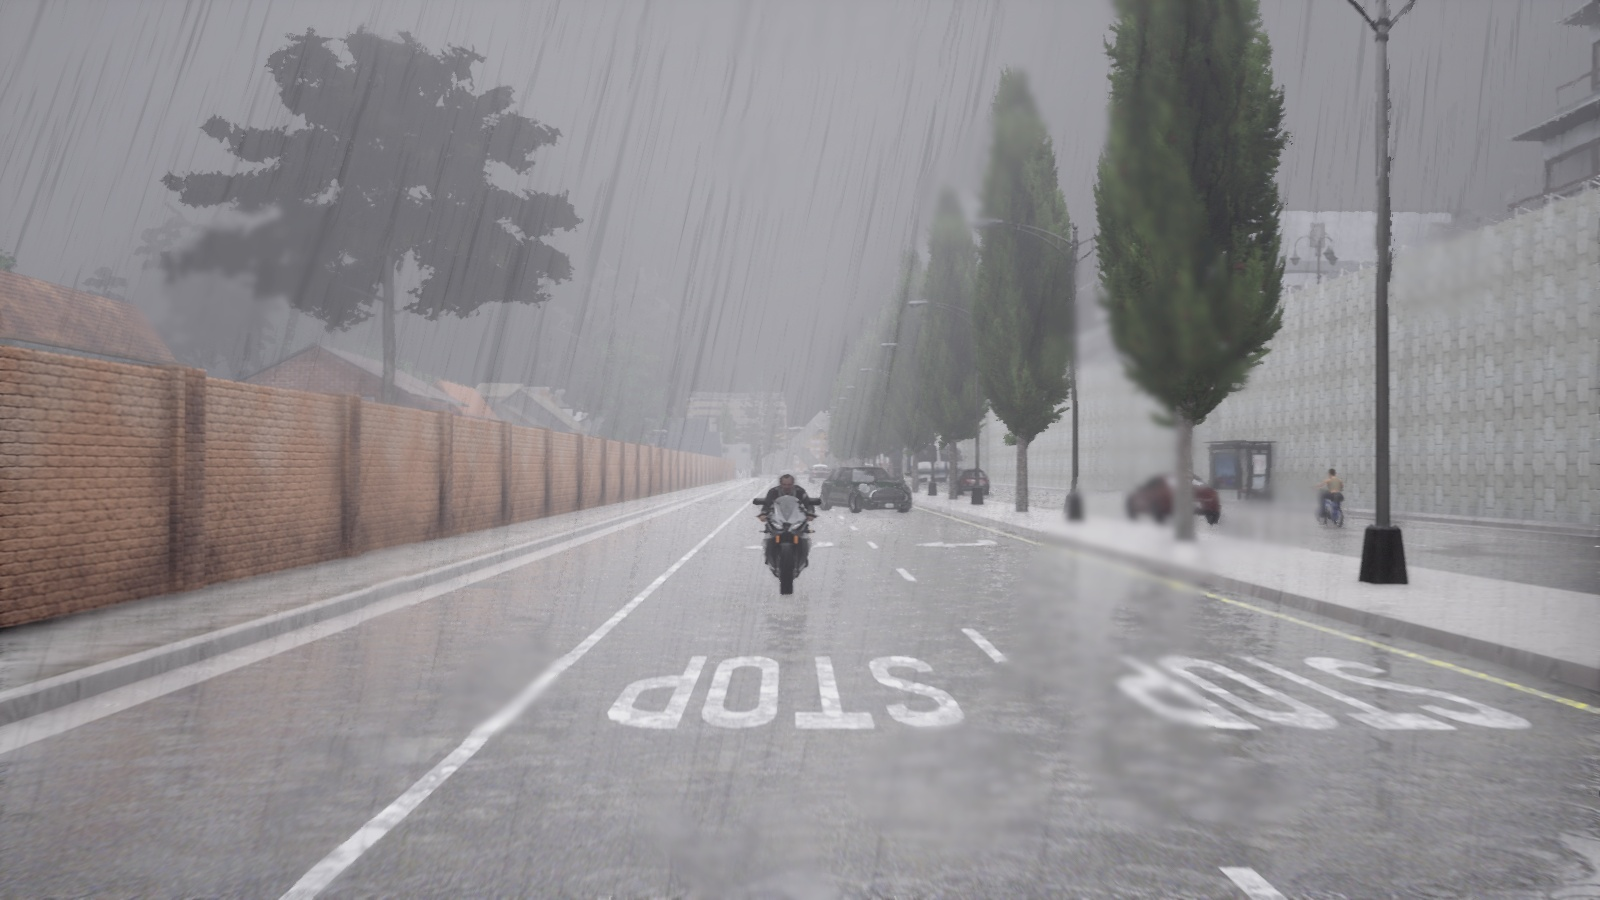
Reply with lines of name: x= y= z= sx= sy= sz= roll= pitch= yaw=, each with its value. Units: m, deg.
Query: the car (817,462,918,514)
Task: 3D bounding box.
car: x=2.371 y=1.342 z=45.472 sx=2.097 sy=1.767 sz=4.553 roll=0 pitch=-1 yaw=-19

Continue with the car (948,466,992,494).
car: x=10.679 y=1.877 z=79.171 sx=2.033 sy=1.649 sz=4.856 roll=0 pitch=-1 yaw=-1

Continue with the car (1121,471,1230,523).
car: x=11.112 y=1.350 z=37.523 sx=1.812 sy=1.442 sz=4.674 roll=0 pitch=-1 yaw=-1

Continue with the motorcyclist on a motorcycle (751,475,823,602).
motorcyclist on a motorcycle: x=-0.169 y=1.094 z=16.383 sx=0.866 sy=1.530 sz=2.191 roll=0 pitch=-1 yaw=-1

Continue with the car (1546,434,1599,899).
car: x=3.477 y=0.728 z=2.260 sx=1.851 sy=1.617 sz=3.988 roll=0 pitch=-1 yaw=-1

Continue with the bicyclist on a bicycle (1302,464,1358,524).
bicyclist on a bicycle: x=14.636 y=1.202 z=34.710 sx=0.866 sy=1.612 sz=1.509 roll=0 pitch=-1 yaw=0
